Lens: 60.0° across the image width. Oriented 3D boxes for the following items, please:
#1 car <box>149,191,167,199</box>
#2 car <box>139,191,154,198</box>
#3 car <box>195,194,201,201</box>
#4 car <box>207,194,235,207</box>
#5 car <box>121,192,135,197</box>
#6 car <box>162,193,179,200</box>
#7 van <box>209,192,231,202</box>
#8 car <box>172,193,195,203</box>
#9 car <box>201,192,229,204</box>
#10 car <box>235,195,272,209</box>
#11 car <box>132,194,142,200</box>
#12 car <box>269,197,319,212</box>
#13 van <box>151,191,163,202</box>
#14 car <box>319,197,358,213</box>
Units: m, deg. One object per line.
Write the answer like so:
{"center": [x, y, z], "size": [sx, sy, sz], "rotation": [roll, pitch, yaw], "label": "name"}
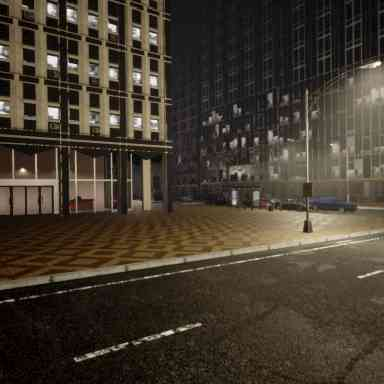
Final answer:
{"center": [-8.004, 0.615, 77.578], "size": [2.192, 1.841, 5.009], "rotation": [0, 1, -35], "label": "car"}
{"center": [-11.228, 0.686, 82.259], "size": [1.967, 1.590, 4.097], "rotation": [0, 1, -35], "label": "car"}
{"center": [1.669, 1.043, 63.539], "size": [1.802, 1.307, 4.206], "rotation": [0, 1, -35], "label": "car"}
{"center": [4.395, 1.319, 44.716], "size": [1.947, 1.339, 4.313], "rotation": [0, 1, -35], "label": "car"}
{"center": [-17.676, 0.688, 91.621], "size": [2.008, 1.369, 4.403], "rotation": [0, 1, -35], "label": "car"}
{"center": [-4.779, 0.936, 72.901], "size": [1.802, 1.307, 4.206], "rotation": [0, 1, -35], "label": "car"}
{"center": [4.892, 0.855, 58.855], "size": [1.690, 1.788, 3.998], "rotation": [0, 1, -35], "label": "van"}
{"center": [-1.924, 1.098, 58.629], "size": [1.812, 1.442, 4.674], "rotation": [-1, 1, -34], "label": "car"}
{"center": [3.878, 1.020, 50.124], "size": [2.097, 1.767, 4.553], "rotation": [-1, 1, -34], "label": "car"}
{"center": [7.571, 1.388, 40.003], "size": [1.802, 1.307, 4.206], "rotation": [0, 1, -35], "label": "car"}
{"center": [-11.681, 1.039, 68.147], "size": [2.008, 1.369, 4.403], "rotation": [0, 1, -35], "label": "car"}
{"center": [10.781, 1.424, 35.310], "size": [1.947, 1.339, 4.313], "rotation": [0, 1, -35], "label": "car"}
{"center": [-5.232, 0.937, 58.784], "size": [1.690, 1.788, 3.998], "rotation": [0, 1, -35], "label": "van"}
{"center": [14.577, 1.317, 34.577], "size": [1.882, 1.535, 5.008], "rotation": [-1, 1, -35], "label": "car"}
